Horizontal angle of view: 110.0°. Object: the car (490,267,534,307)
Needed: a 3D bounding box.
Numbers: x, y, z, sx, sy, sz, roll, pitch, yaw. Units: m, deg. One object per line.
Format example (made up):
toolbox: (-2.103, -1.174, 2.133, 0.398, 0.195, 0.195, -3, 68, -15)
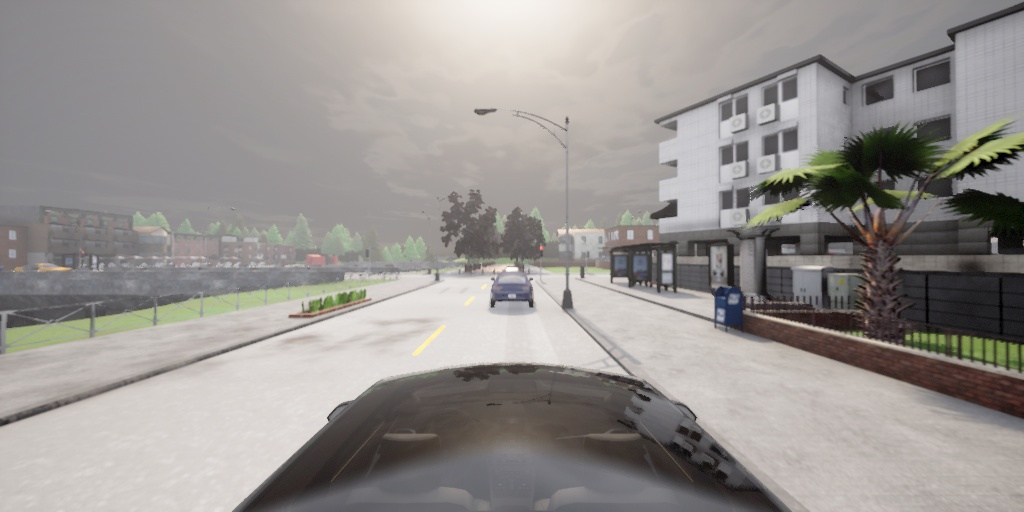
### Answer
car: (0.008, 1.412, 16.227, 1.812, 1.442, 4.674, 0, 0, 0)
